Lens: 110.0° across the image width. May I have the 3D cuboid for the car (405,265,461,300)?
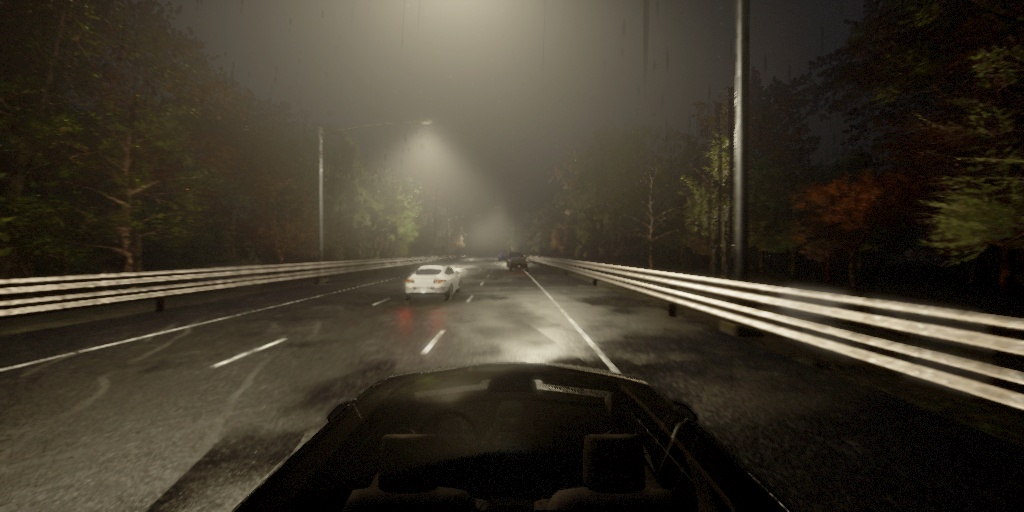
[{"bbox_3d":[-3.455,1.107,16.220,1.812,1.442,4.674,0,1,0],"label":"car"}]

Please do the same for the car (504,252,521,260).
[{"bbox_3d":[0.387,0.465,47.757,2.150,2.045,5.566,0,1,-2],"label":"car"}]

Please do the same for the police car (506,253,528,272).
[{"bbox_3d":[0.648,0.763,37.777,1.930,1.638,5.238,0,1,-1],"label":"police car"}]
